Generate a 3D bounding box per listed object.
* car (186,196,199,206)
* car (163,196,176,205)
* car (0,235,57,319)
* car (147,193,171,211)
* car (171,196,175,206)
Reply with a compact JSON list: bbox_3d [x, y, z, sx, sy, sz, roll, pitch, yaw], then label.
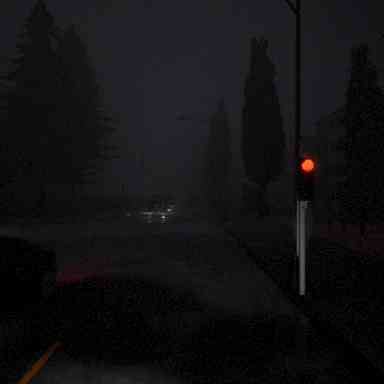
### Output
[{"bbox_3d":[0.062,1.352,53.343,2.097,1.767,4.553,0,0,0],"label":"car"},{"bbox_3d":[-4.086,1.547,61.943,2.033,1.411,5.357,0,0,0],"label":"car"},{"bbox_3d":[-3.897,1.526,5.597,1.812,1.442,4.674,0,0,2],"label":"car"},{"bbox_3d":[-4.138,1.221,40.804,2.150,2.045,5.566,0,0,0],"label":"car"},{"bbox_3d":[-4.133,1.221,51.240,2.150,2.045,5.566,0,0,0],"label":"car"}]
